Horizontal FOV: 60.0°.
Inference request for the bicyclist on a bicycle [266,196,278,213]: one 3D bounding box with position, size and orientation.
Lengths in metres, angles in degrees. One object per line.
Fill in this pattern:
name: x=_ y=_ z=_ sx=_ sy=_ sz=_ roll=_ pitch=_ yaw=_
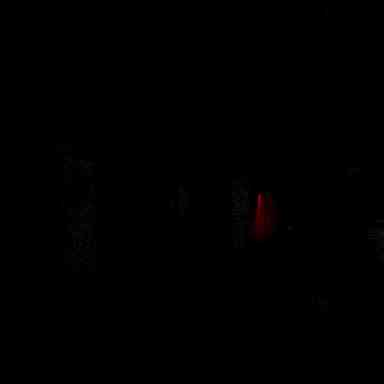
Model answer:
bicyclist on a bicycle: x=7.826 y=1.255 z=32.450 sx=1.656 sy=1.620 sz=0.582 roll=-1 pitch=0 yaw=-36
